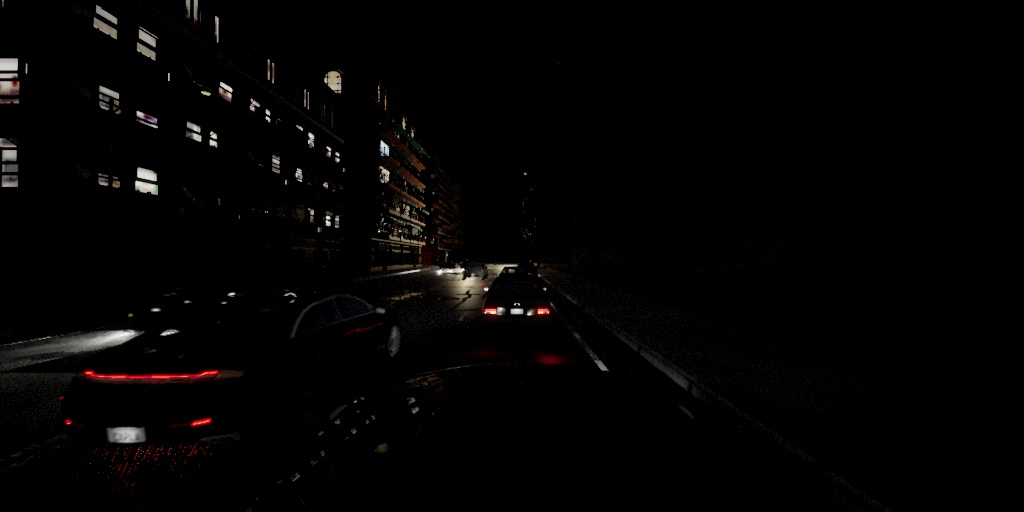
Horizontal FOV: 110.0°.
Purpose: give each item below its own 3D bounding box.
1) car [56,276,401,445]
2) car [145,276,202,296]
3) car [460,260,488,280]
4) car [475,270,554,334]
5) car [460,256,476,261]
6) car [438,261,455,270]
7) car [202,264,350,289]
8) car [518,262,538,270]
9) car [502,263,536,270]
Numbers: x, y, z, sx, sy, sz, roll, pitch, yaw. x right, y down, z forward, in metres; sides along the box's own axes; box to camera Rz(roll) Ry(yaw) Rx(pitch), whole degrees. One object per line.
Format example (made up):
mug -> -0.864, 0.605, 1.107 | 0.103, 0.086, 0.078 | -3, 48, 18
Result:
car -> -3.149, 1.243, 5.355 | 2.128, 1.511, 4.902 | 0, 0, 0
car -> -9.842, 1.316, 11.892 | 1.994, 1.385, 4.181 | 0, 0, 0
car -> -3.126, 1.280, 31.122 | 1.812, 1.442, 4.674 | 0, 0, 0
car -> 0.108, 1.299, 10.614 | 2.033, 1.411, 5.357 | 0, 0, 0
car -> -6.556, 0.974, 54.428 | 2.150, 2.045, 5.566 | 0, 0, 0
car -> -9.805, 1.354, 53.952 | 1.895, 1.301, 4.718 | 0, 0, 0
car -> -6.593, 1.104, 11.200 | 2.097, 1.767, 4.553 | 0, 0, 0
car -> 1.159, 1.259, 30.743 | 1.837, 1.490, 4.892 | 0, 0, 0
car -> 0.113, 1.301, 20.976 | 2.033, 1.411, 5.357 | 0, 0, 0
